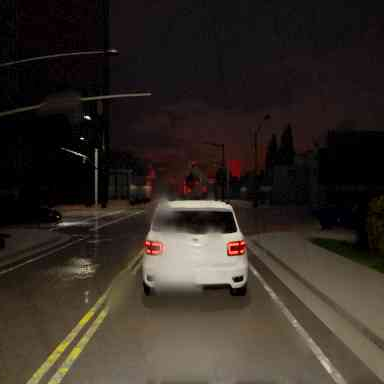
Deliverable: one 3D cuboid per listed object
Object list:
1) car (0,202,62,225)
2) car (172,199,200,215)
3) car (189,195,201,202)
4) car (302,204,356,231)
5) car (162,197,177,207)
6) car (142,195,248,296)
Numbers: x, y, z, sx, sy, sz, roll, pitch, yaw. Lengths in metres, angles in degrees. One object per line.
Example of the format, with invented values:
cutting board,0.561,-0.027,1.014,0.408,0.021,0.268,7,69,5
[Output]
car,-11.705,1.626,24.032,4.181,1.385,1.994,-1,0,0
car,-0.572,1.542,34.968,1.812,1.442,4.674,0,0,14
car,0.834,1.465,78.649,1.882,1.535,5.008,0,0,12
car,8.838,1.473,18.789,5.008,1.535,1.882,0,0,37
car,-3.533,1.564,52.921,1.994,1.385,4.181,0,0,0
car,0.079,1.221,8.778,2.150,2.045,5.566,0,0,0
